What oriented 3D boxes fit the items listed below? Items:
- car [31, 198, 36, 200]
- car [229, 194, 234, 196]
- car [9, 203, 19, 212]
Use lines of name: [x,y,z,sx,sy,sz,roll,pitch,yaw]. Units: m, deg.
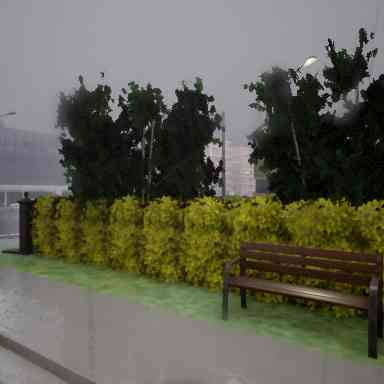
car: [-15.821,1.515,36.061,1.994,1.385,4.181,0,0,35]
car: [5.806,1.084,48.238,1.882,1.535,5.008,0,2,35]
car: [-18.543,1.477,38.297,1.812,1.442,4.674,0,0,33]
